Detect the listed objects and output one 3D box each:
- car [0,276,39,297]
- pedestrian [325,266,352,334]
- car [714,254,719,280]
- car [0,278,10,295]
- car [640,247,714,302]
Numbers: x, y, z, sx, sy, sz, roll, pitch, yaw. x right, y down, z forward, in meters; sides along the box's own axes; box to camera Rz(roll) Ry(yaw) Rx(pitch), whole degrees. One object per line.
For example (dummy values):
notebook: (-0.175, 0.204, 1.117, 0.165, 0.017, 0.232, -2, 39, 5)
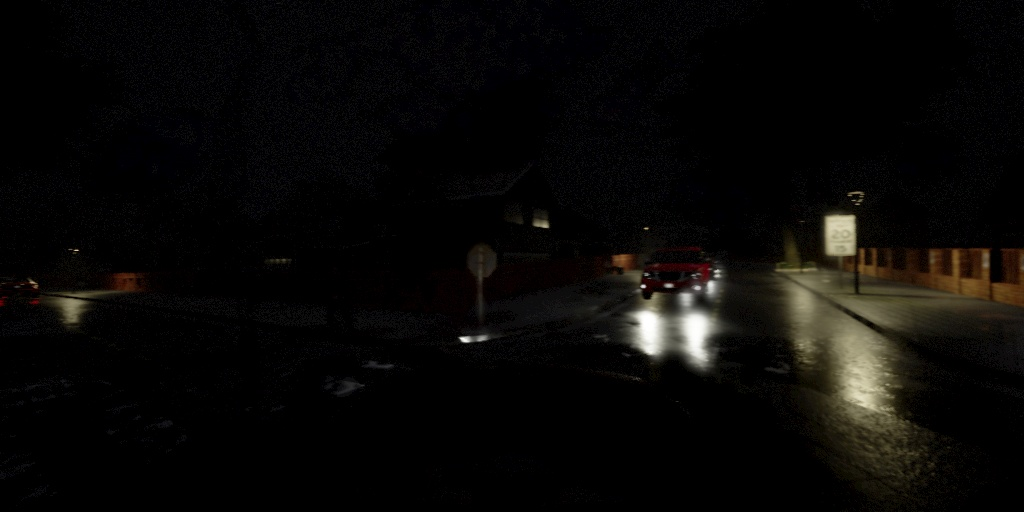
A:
car: (-39.277, 2.389, 28.123, 4.553, 1.767, 2.097, -2, -1, 29)
pedestrian: (-4.559, 1.138, 9.399, 0.375, 1.860, 0.375, -1, 0, 33)
car: (12.271, 0.776, 23.663, 1.994, 1.385, 4.181, -1, 1, 31)
car: (-47.945, 2.810, 32.720, 4.674, 1.442, 1.812, -2, -1, 28)
car: (7.014, 0.638, 15.115, 2.150, 2.045, 5.566, -1, 1, 32)
